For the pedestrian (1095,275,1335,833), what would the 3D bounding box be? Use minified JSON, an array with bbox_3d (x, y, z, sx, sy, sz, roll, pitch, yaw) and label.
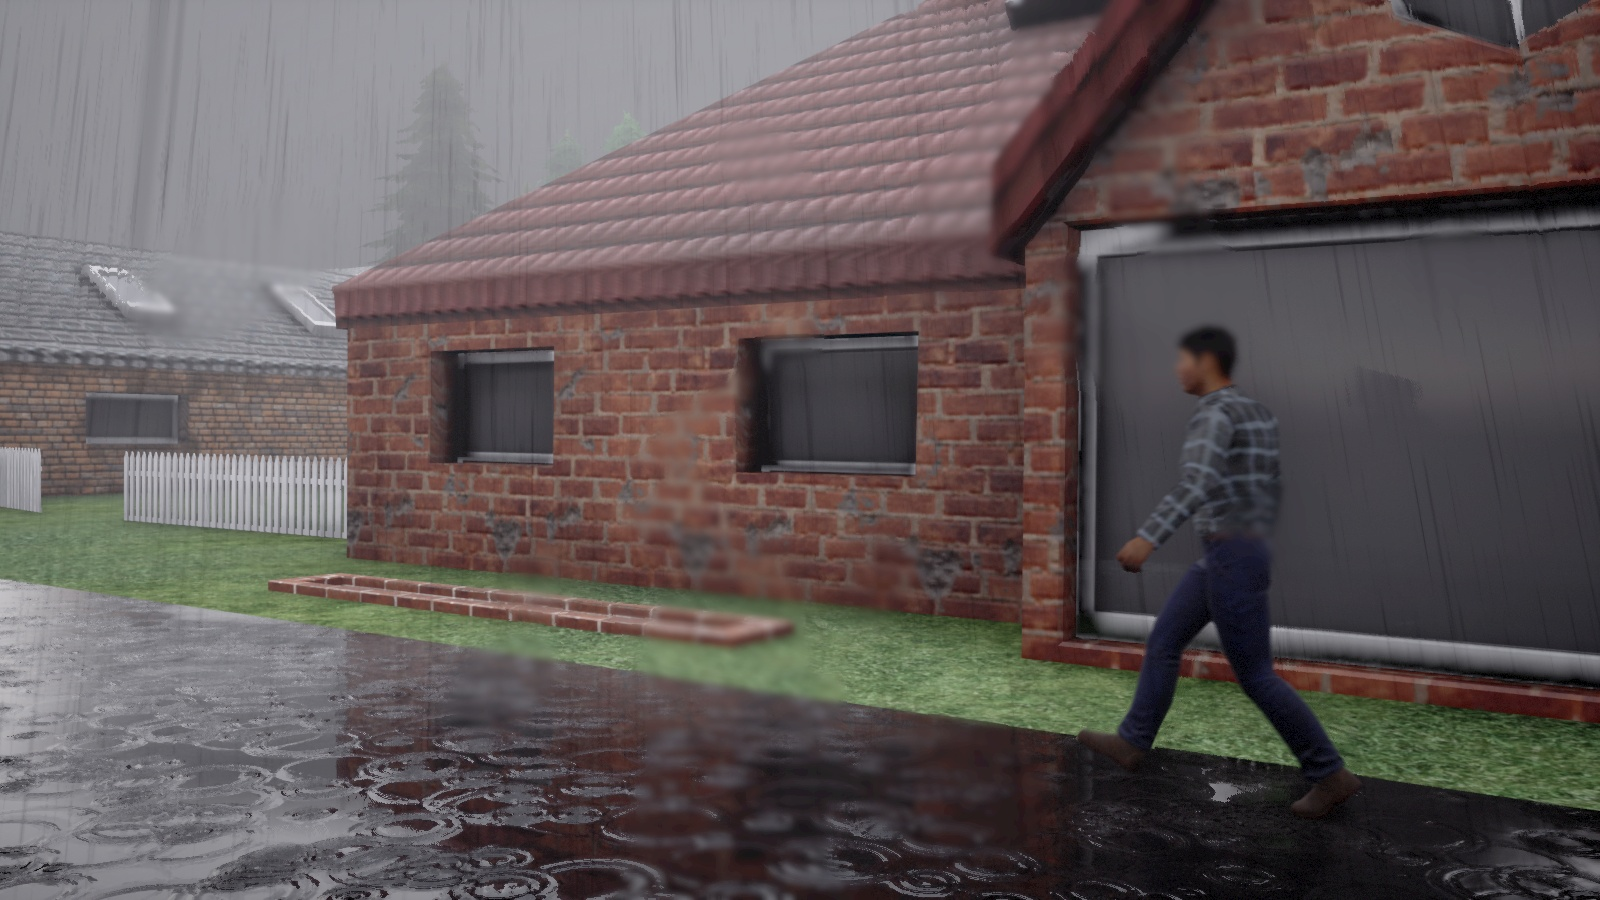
[{"bbox_3d":[1.572,0.362,4.758,0.788,1.949,0.423,0,1,30],"label":"pedestrian"}]
